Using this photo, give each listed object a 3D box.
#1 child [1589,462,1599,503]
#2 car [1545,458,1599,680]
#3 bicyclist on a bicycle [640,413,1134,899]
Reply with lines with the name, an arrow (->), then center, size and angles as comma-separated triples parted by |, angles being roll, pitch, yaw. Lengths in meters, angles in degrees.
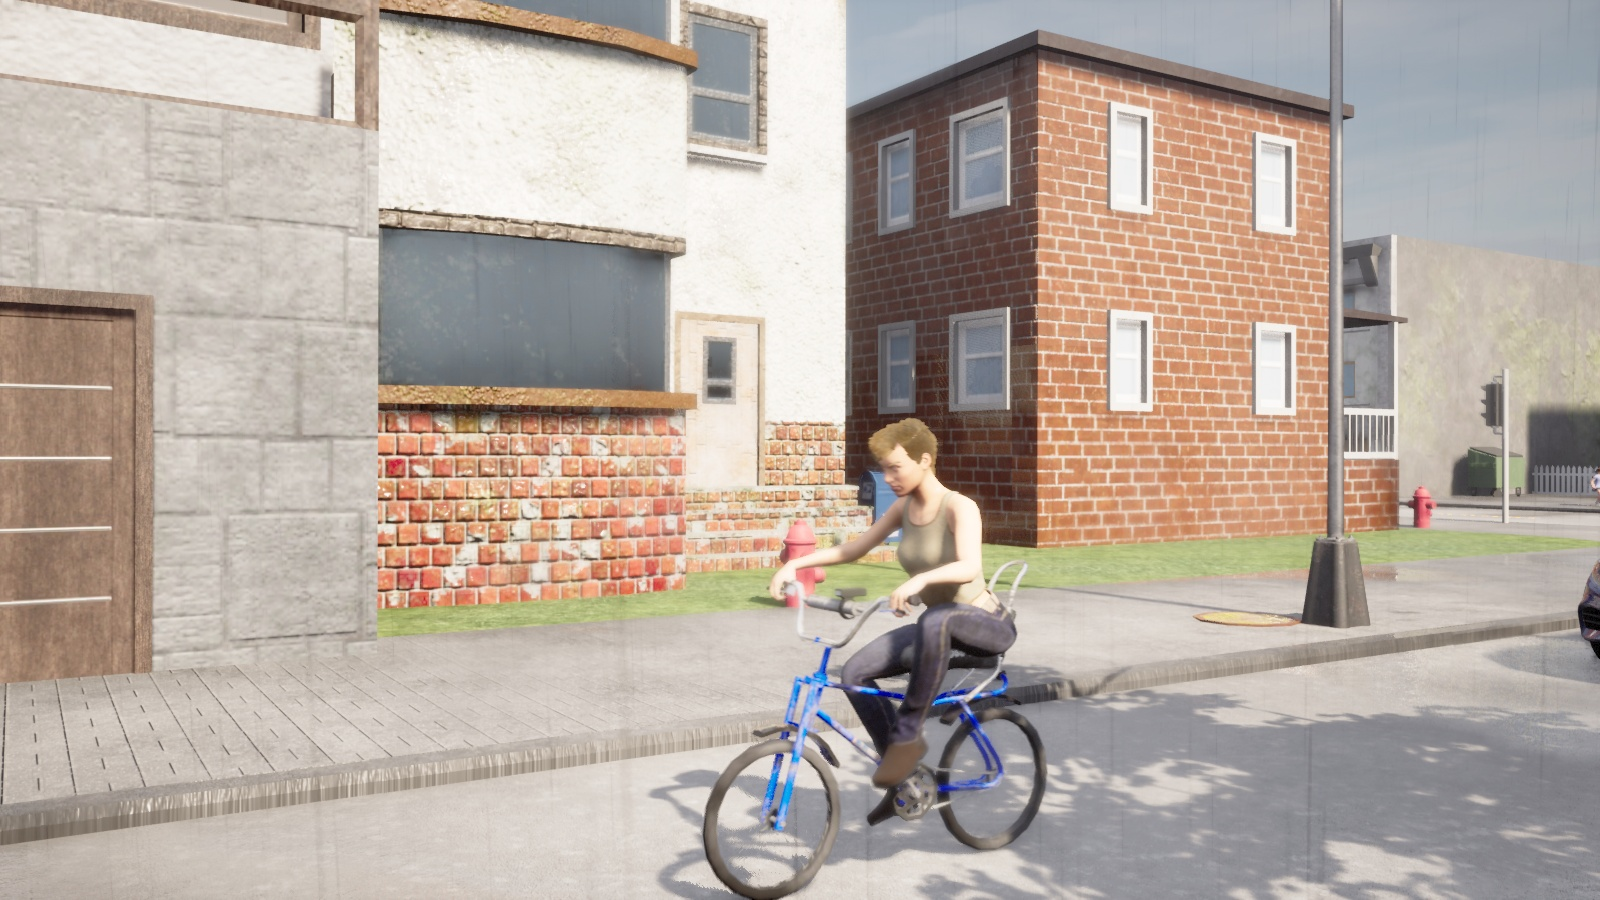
child -> 21.453, 0.871, 33.714 | 0.255, 1.110, 0.394 | 0, 0, -15
car -> 7.529, 0.776, 8.835 | 4.674, 1.442, 1.812 | 0, 0, -29
bicyclist on a bicycle -> 0.315, 0.692, 4.448 | 1.509, 1.612, 0.866 | -1, 0, -32
